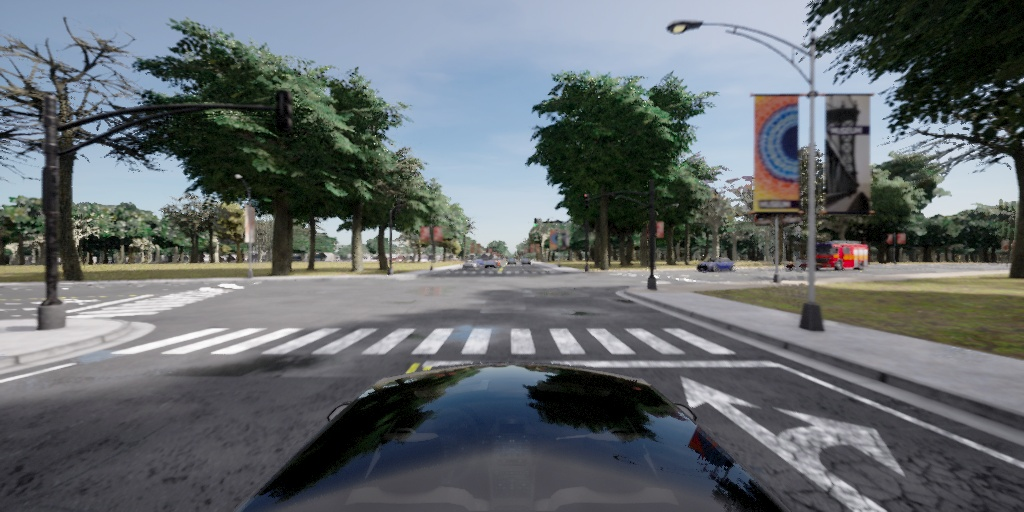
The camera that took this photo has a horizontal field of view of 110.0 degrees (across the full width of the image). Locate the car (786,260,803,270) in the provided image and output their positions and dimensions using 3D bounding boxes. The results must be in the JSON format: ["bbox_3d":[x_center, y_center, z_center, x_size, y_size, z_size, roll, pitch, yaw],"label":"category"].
[{"bbox_3d":[39.900,1.224,49.195,4.718,1.301,1.895,0,0,-23],"label":"car"}]

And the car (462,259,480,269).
[{"bbox_3d":[-6.552,1.362,55.876,1.895,1.301,4.718,0,0,1],"label":"car"}]

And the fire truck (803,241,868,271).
[{"bbox_3d":[42.440,-0.030,46.732,8.468,3.827,2.891,0,0,-23],"label":"fire truck"}]

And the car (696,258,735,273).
[{"bbox_3d":[24.097,1.011,42.440,4.553,1.767,2.097,0,0,-23],"label":"car"}]

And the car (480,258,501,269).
[{"bbox_3d":[-3.299,1.309,55.945,2.033,1.411,5.357,0,0,1],"label":"car"}]
